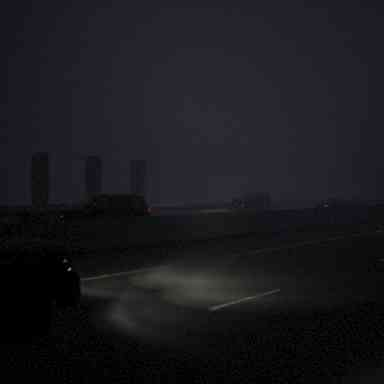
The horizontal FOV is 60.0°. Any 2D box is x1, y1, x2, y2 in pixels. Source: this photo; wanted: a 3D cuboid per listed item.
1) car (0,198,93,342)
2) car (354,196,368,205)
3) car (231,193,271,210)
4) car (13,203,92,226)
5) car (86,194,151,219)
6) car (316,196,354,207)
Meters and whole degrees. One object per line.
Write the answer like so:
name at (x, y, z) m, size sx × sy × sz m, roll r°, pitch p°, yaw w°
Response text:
car at (-4.549, 1.188, 4.705) m, size 5.566 × 2.045 × 2.150 m, roll 0°, pitch 0°, yaw -37°
car at (24.256, 1.376, 49.458) m, size 4.902 × 1.511 × 2.128 m, roll 0°, pitch 0°, yaw -37°
car at (7.320, 1.088, 40.691) m, size 5.566 × 2.045 × 2.150 m, roll 0°, pitch 0°, yaw -38°
car at (-9.615, 1.479, 23.062) m, size 4.718 × 1.301 × 1.895 m, roll 0°, pitch 0°, yaw -37°
car at (-4.868, 1.136, 17.877) m, size 5.566 × 2.045 × 2.150 m, roll 0°, pitch 0°, yaw -37°
car at (16.504, 1.378, 38.972) m, size 5.008 × 1.535 × 1.882 m, roll 0°, pitch 0°, yaw -38°
